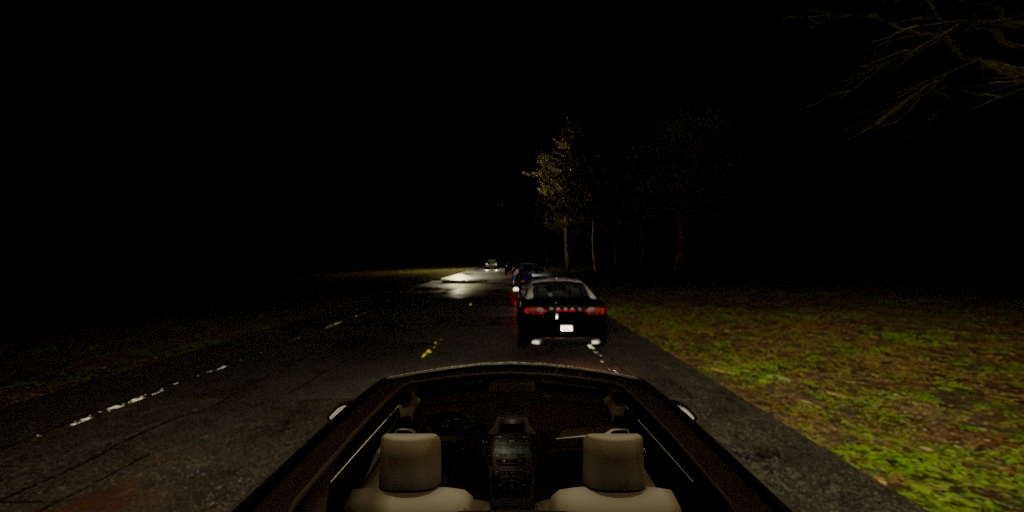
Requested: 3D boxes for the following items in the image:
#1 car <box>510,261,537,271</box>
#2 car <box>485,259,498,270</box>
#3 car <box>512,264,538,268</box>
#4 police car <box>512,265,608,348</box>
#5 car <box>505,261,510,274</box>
[{"bbox_3d":[1.061,1.202,25.344,2.097,1.767,4.553,0,0,0],"label":"car"},{"bbox_3d":[-3.472,1.377,61.544,2.097,1.767,4.553,0,0,0],"label":"car"},{"bbox_3d":[1.059,1.344,19.372,1.812,1.442,4.674,0,0,0],"label":"car"},{"bbox_3d":[1.054,1.201,9.481,1.930,1.638,5.238,0,0,0],"label":"police car"},{"bbox_3d":[0.044,1.477,46.655,1.837,1.490,4.892,0,0,0],"label":"car"}]
